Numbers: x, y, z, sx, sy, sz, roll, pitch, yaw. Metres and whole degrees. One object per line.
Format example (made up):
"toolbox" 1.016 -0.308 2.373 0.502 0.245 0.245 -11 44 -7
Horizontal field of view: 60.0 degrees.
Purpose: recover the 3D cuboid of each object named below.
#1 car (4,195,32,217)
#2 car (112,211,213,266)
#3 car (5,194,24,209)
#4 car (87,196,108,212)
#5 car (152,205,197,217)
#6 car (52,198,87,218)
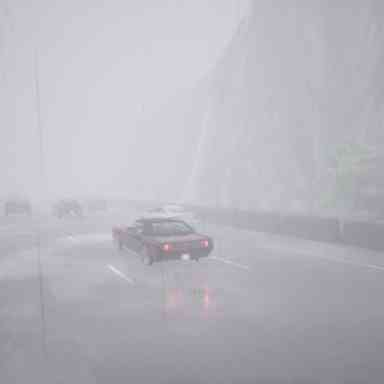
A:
"car" -14.954 1.211 28.624 1.882 1.535 5.008 0 1 -29
"car" -1.281 1.569 11.578 1.895 1.301 4.718 0 0 -30
"car" -20.688 1.068 38.747 1.812 1.442 4.674 0 1 -30
"car" -10.198 1.194 34.431 1.882 1.535 5.008 0 1 -30
"car" -1.335 1.459 18.777 1.812 1.442 4.674 0 0 -30
"car" -10.471 1.291 27.810 1.837 1.490 4.892 0 1 -30
